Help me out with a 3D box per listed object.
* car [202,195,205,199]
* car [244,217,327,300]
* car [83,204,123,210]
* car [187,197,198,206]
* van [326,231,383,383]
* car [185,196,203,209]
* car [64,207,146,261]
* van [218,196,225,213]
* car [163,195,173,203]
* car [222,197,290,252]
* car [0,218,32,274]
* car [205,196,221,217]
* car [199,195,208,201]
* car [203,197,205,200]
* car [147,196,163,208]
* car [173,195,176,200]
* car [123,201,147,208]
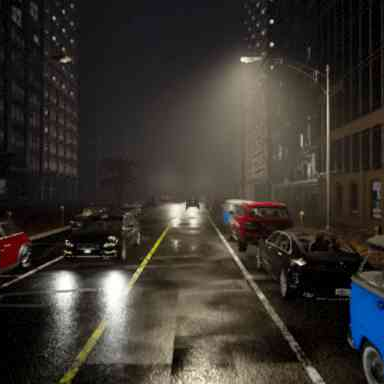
[{"bbox_3d":[2.692,1.519,47.798,1.752,1.417,4.829,1,0,0],"label":"car"},{"bbox_3d":[2.697,1.551,8.138,2.008,1.369,4.403,1,0,0],"label":"car"},{"bbox_3d":[-5.685,1.550,19.394,2.008,1.369,4.403,1,0,0],"label":"car"},{"bbox_3d":[0.092,1.592,56.196,1.895,1.301,4.718,0,0,0],"label":"car"},{"bbox_3d":[2.699,1.342,2.497,1.690,1.788,3.998,1,0,0],"label":"van"},{"bbox_3d":[0.098,1.543,44.500,2.033,1.411,5.357,0,0,0],"label":"car"},{"bbox_3d":[-3.083,1.504,12.270,1.837,1.490,4.892,0,0,0],"label":"car"},{"bbox_3d":[2.698,1.340,19.422,1.690,1.788,3.998,1,0,0],"label":"van"},{"bbox_3d":[-5.692,1.529,70.179,1.887,1.381,4.507,1,0,0],"label":"car"},{"bbox_3d":[2.698,1.315,13.780,2.192,1.841,5.009,1,0,0],"label":"car"},{"bbox_3d":[-5.682,1.440,8.109,1.967,1.590,4.097,1,0,0],"label":"car"},{"bbox_3d":[2.697,1.313,30.704,2.192,1.841,5.009,1,0,0],"label":"car"},{"bbox_3d":[2.687,1.529,81.477,2.008,1.369,4.403,1,0,0],"label":"car"},{"bbox_3d":[2.692,1.578,41.987,1.802,1.307,4.206,1,0,0],"label":"car"},{"bbox_3d":[-5.689,1.544,47.608,2.008,1.369,4.403,1,0,0],"label":"car"},{"bbox_3d":[-5.695,1.497,92.581,1.752,1.417,4.829,1,0,0],"label":"car"},{"bbox_3d":[-5.687,1.548,30.680,2.008,1.369,4.403,1,0,0],"label":"car"}]
